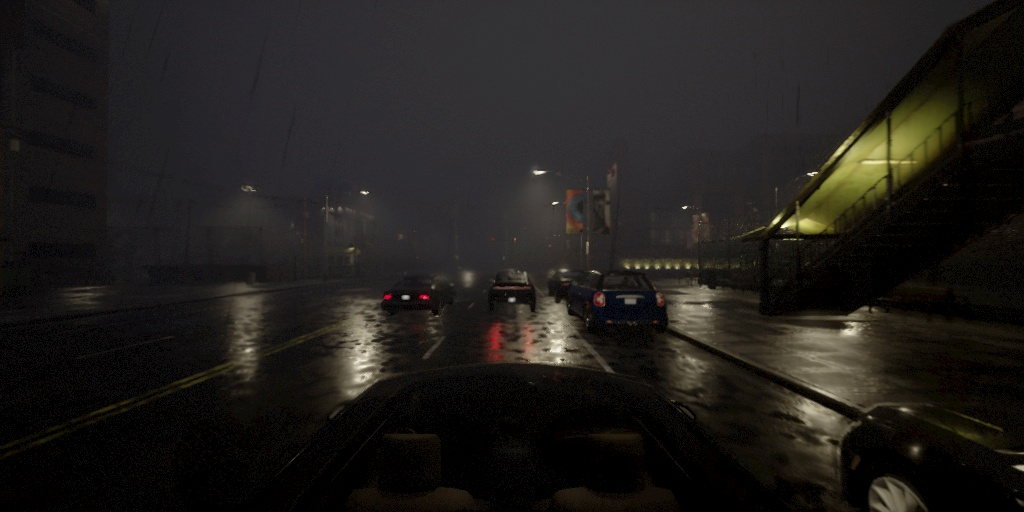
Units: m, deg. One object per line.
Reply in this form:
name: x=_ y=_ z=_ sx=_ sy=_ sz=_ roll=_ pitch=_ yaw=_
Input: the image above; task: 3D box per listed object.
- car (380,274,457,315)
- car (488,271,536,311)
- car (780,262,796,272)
car: x=-3.497 y=1.435 z=14.331 sx=2.033 sy=1.411 sz=5.357 roll=0 pitch=-1 yaw=0
car: x=0.015 y=1.391 z=15.334 sx=2.128 sy=1.511 sz=4.902 roll=0 pitch=0 yaw=0
car: x=38.948 y=1.648 z=52.115 sx=4.553 sy=1.767 sz=2.097 roll=0 pitch=-1 yaw=0
